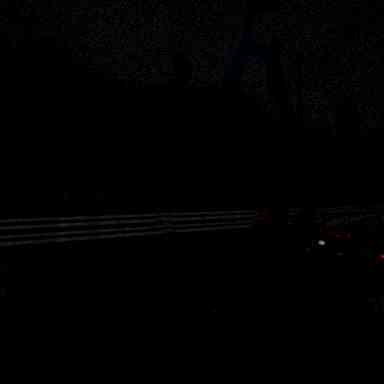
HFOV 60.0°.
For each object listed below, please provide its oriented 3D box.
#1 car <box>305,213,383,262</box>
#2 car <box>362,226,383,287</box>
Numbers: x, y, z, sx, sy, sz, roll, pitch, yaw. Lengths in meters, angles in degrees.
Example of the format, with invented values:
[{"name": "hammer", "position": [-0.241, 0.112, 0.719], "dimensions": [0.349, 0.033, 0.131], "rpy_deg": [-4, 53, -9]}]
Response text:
[{"name": "car", "position": [6.327, 1.537, 12.368], "dimensions": [5.008, 1.535, 1.882], "rpy_deg": [0, 0, -34]}, {"name": "car", "position": [6.320, 1.612, 8.120], "dimensions": [4.181, 1.385, 1.994], "rpy_deg": [0, 0, -35]}]
